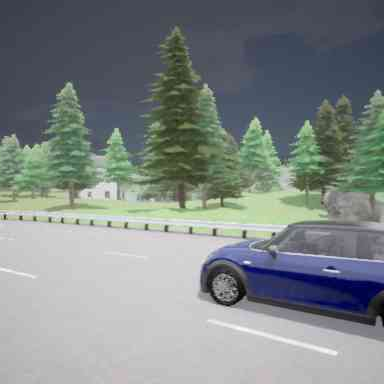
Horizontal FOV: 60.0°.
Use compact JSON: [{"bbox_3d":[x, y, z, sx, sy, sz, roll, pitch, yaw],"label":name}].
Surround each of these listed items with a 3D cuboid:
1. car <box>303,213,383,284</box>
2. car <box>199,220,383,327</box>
[{"bbox_3d":[5.640,1.458,8.475,5.008,1.535,1.882,0,0,35],"label":"car"},{"bbox_3d":[2.365,1.337,6.477,4.553,1.767,2.097,0,0,35],"label":"car"}]
